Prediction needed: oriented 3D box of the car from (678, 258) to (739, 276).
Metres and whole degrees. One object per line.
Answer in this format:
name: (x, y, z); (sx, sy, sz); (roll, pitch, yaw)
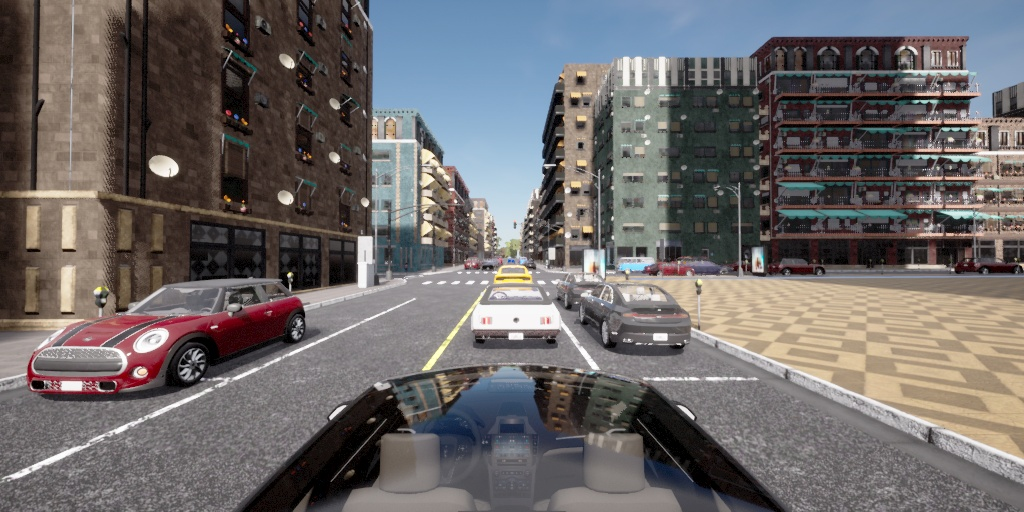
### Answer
car: (17.790, 1.135, 33.784); (5.357, 1.411, 2.033); (0, -1, 0)

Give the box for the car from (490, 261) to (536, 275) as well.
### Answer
car: (0.058, 1.233, 19.021); (1.882, 1.535, 5.008); (0, 0, 0)

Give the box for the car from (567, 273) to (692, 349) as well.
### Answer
car: (2.807, 1.302, 8.984); (2.007, 1.370, 4.403); (0, 0, 0)

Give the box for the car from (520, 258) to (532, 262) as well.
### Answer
car: (2.590, 1.334, 52.747); (1.948, 1.339, 4.313); (0, 0, 0)

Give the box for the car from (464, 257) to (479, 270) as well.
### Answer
car: (-5.791, 1.083, 52.770); (2.192, 1.841, 5.009); (0, 0, 0)

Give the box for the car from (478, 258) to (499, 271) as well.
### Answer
car: (-3.213, 1.368, 50.439); (1.895, 1.301, 4.718); (0, 0, 1)

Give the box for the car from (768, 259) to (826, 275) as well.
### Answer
car: (24.705, 0.935, 31.145); (4.097, 1.591, 1.967); (0, 0, 0)

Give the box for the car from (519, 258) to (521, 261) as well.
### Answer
car: (2.579, 1.353, 58.317); (1.802, 1.307, 4.207); (0, 0, 0)

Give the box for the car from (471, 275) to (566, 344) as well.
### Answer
car: (0.083, 1.353, 9.568); (1.895, 1.301, 4.718); (0, 0, 0)

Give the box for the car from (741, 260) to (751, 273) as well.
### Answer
car: (24.751, 1.165, 39.525); (4.507, 1.381, 1.888); (0, 0, 0)

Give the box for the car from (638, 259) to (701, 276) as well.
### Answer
car: (13.650, 1.162, 31.202); (4.207, 1.307, 1.802); (0, 0, 0)

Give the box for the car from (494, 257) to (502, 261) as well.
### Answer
car: (-3.199, 1.319, 60.132); (2.033, 1.411, 5.357); (0, 0, 0)

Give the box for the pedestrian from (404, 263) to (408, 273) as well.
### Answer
pedestrian: (-12.610, 1.097, 42.681); (0.375, 1.860, 0.375); (0, 0, 0)

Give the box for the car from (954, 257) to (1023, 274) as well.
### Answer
car: (41.286, 0.811, 31.059); (4.097, 1.591, 1.967); (0, 0, 0)

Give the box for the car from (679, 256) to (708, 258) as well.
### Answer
car: (19.223, 0.977, 39.554); (5.009, 1.841, 2.192); (0, 0, 0)

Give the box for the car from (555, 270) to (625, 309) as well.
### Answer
car: (2.795, 1.304, 14.554); (2.007, 1.370, 4.403); (0, 0, 0)

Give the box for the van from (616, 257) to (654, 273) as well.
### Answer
van: (13.695, 1.046, 39.583); (3.998, 1.789, 1.690); (0, 0, 0)

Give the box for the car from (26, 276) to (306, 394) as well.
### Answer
car: (-5.829, 1.191, 6.731); (1.967, 1.591, 4.097); (0, 0, 0)
